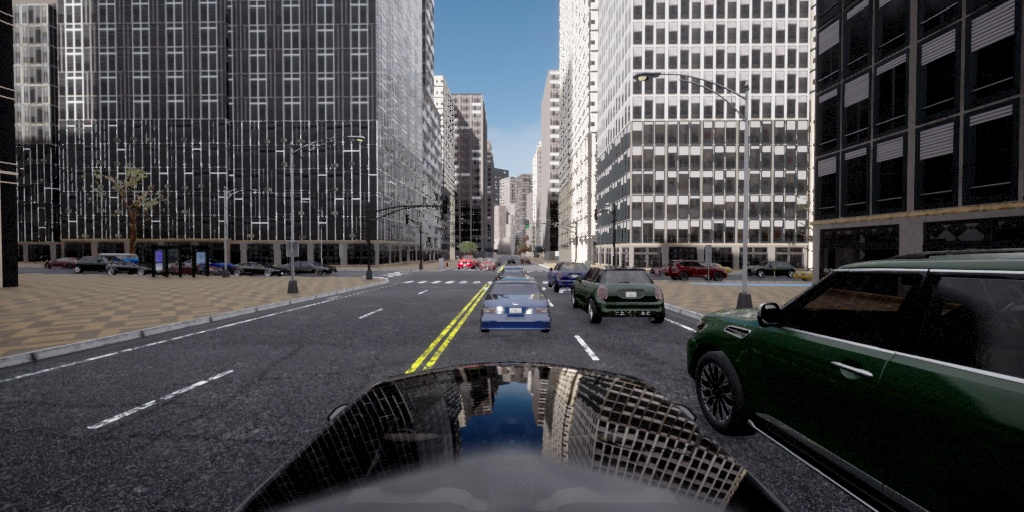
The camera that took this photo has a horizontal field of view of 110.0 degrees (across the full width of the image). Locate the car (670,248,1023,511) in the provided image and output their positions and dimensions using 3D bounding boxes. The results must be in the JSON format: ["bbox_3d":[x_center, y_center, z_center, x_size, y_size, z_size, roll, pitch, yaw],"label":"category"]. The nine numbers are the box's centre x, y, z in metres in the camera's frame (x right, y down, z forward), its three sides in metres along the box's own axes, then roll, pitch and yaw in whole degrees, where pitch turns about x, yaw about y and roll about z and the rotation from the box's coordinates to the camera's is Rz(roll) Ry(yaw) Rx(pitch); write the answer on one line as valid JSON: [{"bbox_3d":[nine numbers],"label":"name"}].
[{"bbox_3d":[3.346,0.971,2.323,2.150,2.045,5.566,0,0,0],"label":"car"}]

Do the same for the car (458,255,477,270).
[{"bbox_3d":[-6.662,0.933,53.315,2.150,2.045,5.566,0,0,0],"label":"car"}]

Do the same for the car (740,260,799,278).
[{"bbox_3d":[26.696,1.303,37.310,4.553,1.767,2.097,1,1,1],"label":"car"}]

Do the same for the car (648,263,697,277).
[{"bbox_3d":[16.662,1.427,37.458,4.181,1.385,1.994,1,1,2],"label":"car"}]

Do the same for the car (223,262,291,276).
[{"bbox_3d":[-22.775,1.172,32.176,4.313,1.339,1.948,0,0,1],"label":"car"}]

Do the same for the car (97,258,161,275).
[{"bbox_3d":[-34.140,1.068,32.467,4.313,1.339,1.948,0,0,1],"label":"car"}]

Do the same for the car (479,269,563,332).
[{"bbox_3d":[0.089,1.293,10.742,2.033,1.411,5.357,0,0,0],"label":"car"}]

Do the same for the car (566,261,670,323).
[{"bbox_3d":[3.335,1.097,12.169,2.097,1.767,4.553,0,0,0],"label":"car"}]

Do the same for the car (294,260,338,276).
[{"bbox_3d":[-19.957,1.135,34.831,5.357,1.411,2.033,1,1,1],"label":"car"}]

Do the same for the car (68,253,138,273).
[{"bbox_3d":[-39.848,0.759,35.214,4.553,1.767,2.097,1,1,1],"label":"car"}]

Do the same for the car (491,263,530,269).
[{"bbox_3d":[0.073,1.304,20.127,1.994,1.385,4.181,0,0,0],"label":"car"}]

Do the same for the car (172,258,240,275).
[{"bbox_3d":[-29.817,0.976,35.018,5.008,1.535,1.882,1,1,1],"label":"car"}]

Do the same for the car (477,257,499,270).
[{"bbox_3d":[-3.384,1.066,51.167,2.097,1.767,4.553,0,0,-1],"label":"car"}]

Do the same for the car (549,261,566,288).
[{"bbox_3d":[3.322,1.090,21.168,2.097,1.767,4.553,0,0,0],"label":"car"}]

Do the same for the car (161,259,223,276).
[{"bbox_3d":[-28.459,1.136,32.302,4.207,1.307,1.802,0,0,1],"label":"car"}]
